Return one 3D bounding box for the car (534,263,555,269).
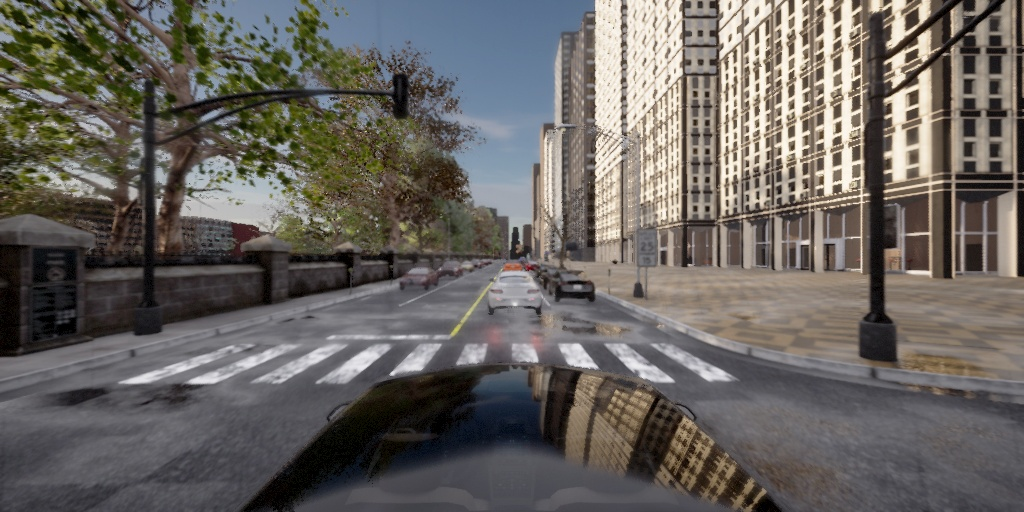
[{"bbox_3d":[2.685,1.316,22.425,1.948,1.339,4.313,0,0,0],"label":"car"}]

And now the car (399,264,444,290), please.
[{"bbox_3d":[-5.695,1.333,22.424,1.802,1.307,4.207,0,0,0],"label":"car"}]

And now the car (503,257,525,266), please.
[{"bbox_3d":[0.094,1.110,40.184,2.097,1.767,4.553,0,0,0],"label":"car"}]

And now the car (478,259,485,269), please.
[{"bbox_3d":[-5.700,1.211,56.217,1.967,1.591,4.097,0,0,0],"label":"car"}]

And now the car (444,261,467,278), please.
[{"bbox_3d":[-5.697,1.195,33.689,1.967,1.591,4.097,0,0,0],"label":"car"}]

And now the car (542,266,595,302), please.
[{"bbox_3d":[2.686,1.316,16.793,1.948,1.339,4.313,0,0,0],"label":"car"}]

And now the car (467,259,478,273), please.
[{"bbox_3d":[-5.698,1.287,44.784,1.751,1.417,4.829,0,0,0],"label":"car"}]

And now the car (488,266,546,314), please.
[{"bbox_3d":[0.099,1.275,13.632,1.812,1.442,4.674,0,0,0],"label":"car"}]

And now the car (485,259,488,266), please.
[{"bbox_3d":[-5.702,1.322,61.850,1.888,1.381,4.507,0,0,0],"label":"car"}]

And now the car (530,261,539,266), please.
[{"bbox_3d":[2.684,1.318,28.058,1.948,1.339,4.313,0,0,0],"label":"car"}]

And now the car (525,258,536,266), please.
[{"bbox_3d":[2.682,1.306,44.956,1.888,1.381,4.507,0,0,0],"label":"car"}]
